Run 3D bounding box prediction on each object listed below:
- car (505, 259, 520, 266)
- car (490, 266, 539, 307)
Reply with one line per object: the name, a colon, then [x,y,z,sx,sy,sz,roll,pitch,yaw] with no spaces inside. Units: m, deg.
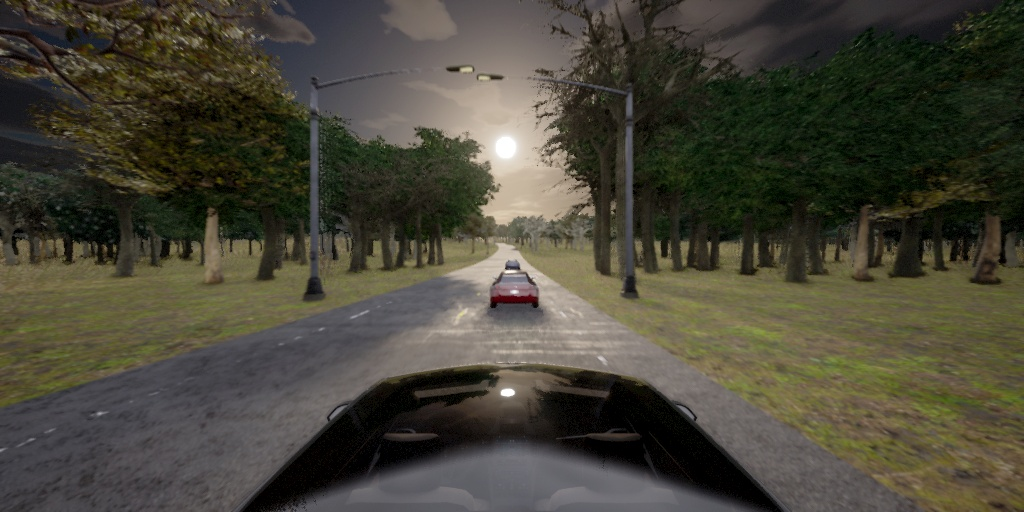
car: [0.085,1.120,50.283,1.994,1.385,4.181,0,1,0]
car: [0.095,1.331,15.712,1.994,1.385,4.181,0,0,0]
